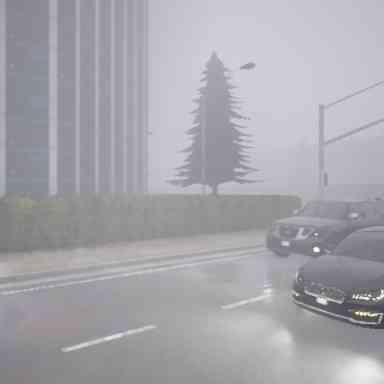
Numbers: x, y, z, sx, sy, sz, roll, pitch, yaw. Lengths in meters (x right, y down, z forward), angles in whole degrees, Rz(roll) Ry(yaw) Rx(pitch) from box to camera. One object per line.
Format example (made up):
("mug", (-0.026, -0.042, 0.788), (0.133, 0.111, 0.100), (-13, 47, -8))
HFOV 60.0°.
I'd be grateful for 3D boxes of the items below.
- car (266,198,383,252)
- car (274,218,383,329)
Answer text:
("car", (5.121, 1.232, 11.822), (5.566, 2.045, 2.150), (0, 0, -36))
("car", (4.123, 1.509, 6.857), (4.892, 1.490, 1.837), (-1, 1, -35))
